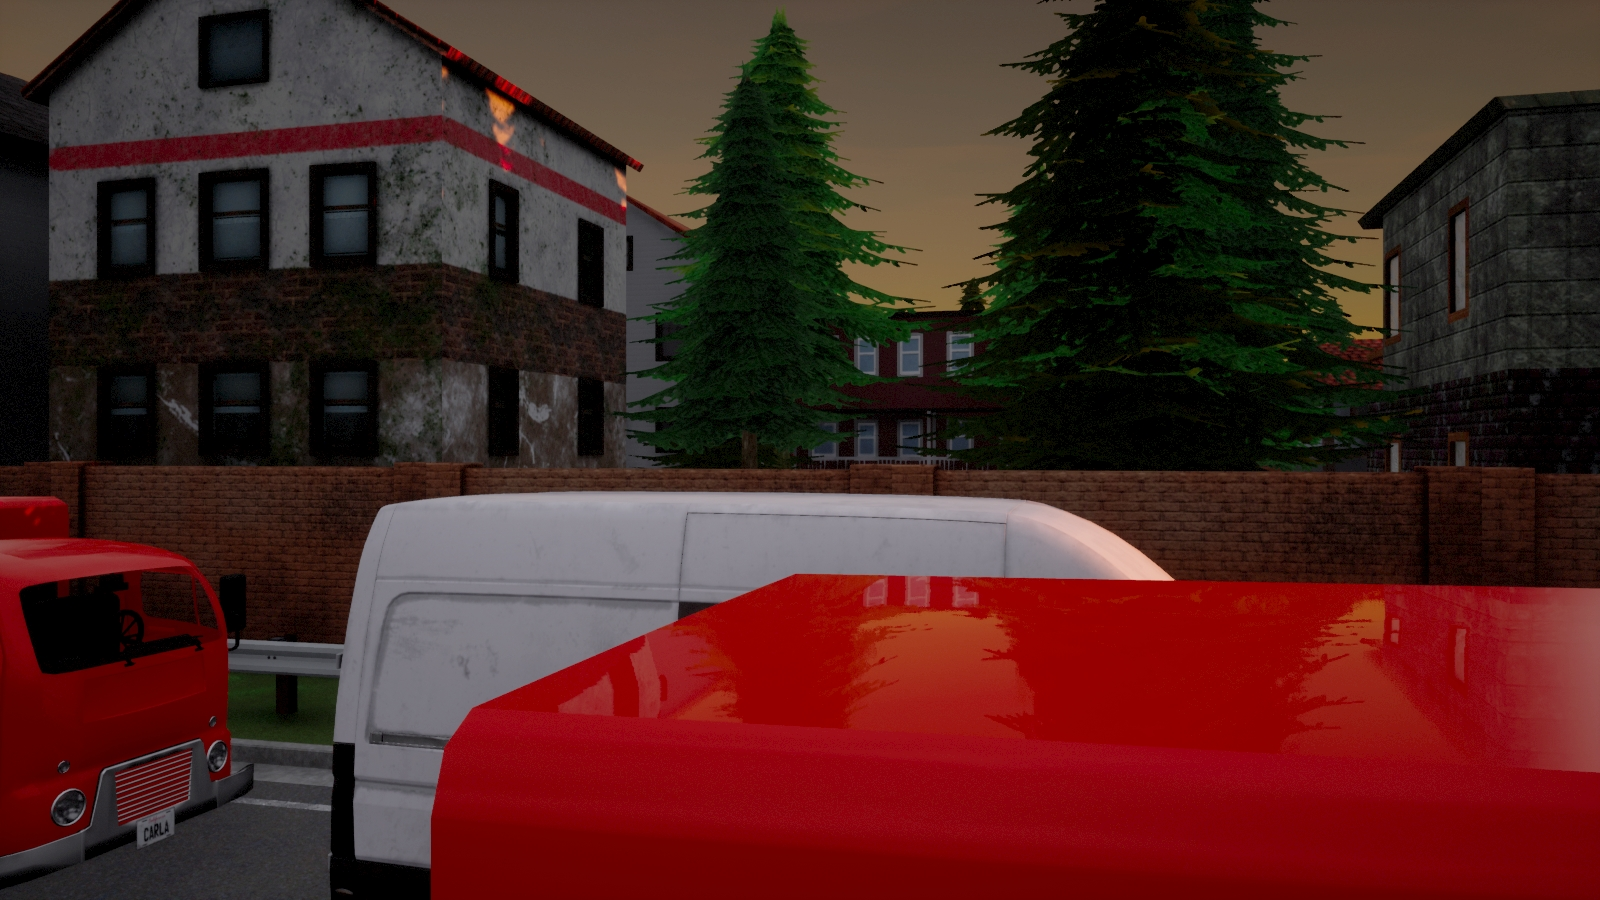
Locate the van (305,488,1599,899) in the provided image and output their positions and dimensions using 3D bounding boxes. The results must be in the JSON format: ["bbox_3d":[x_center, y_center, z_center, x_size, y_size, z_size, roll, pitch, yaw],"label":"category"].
[{"bbox_3d":[0.608,1.535,6.000,5.915,2.561,1.988,0,0,15],"label":"van"}]

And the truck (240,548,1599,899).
[{"bbox_3d":[2.192,1.568,1.959,5.204,2.467,2.627,0,0,15],"label":"truck"}]

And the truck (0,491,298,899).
[{"bbox_3d":[-6.587,1.568,7.895,5.204,2.467,2.627,0,0,15],"label":"truck"}]

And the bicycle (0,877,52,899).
[{"bbox_3d":[-3.101,2.056,3.494,1.643,1.496,0.373,0,0,16],"label":"bicycle"}]
